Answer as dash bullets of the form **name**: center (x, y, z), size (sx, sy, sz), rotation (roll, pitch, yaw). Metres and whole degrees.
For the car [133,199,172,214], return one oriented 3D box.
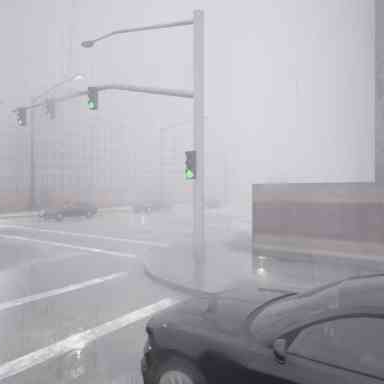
- **car**: center (-4.172, 1.504, 35.566), size (1.837, 1.490, 4.892), rotation (0, 0, 36)

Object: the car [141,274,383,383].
- **car**: center (1.741, 1.478, 2.764), size (5.008, 1.535, 1.882), rotation (0, 0, 37)

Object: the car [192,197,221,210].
- **car**: center (1.997, 1.477, 44.022), size (1.882, 1.535, 5.008), rotation (0, 0, 36)

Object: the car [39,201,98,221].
- **car**: center (-10.099, 1.491, 27.428), size (2.128, 1.511, 4.902), rotation (0, 0, 34)
